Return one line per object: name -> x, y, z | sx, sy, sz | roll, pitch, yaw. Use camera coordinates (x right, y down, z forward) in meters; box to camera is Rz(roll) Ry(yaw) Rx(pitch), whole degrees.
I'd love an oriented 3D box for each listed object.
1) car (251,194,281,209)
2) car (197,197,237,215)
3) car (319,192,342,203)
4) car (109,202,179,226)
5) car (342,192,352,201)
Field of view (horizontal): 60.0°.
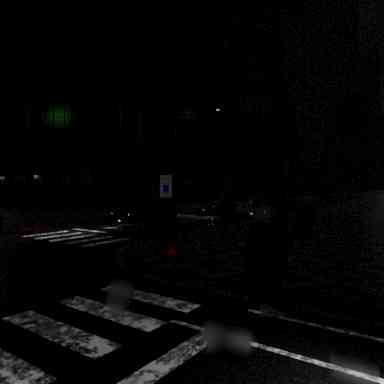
car -> 8.289, 0.972, 37.182 | 1.882, 1.535, 5.008 | 0, 1, 36
car -> 2.278, 1.158, 28.792 | 1.812, 1.442, 4.674 | 0, 1, 36
car -> 19.549, 0.815, 47.447 | 1.837, 1.490, 4.892 | 0, 1, 36
car -> -2.998, 1.354, 21.435 | 1.895, 1.301, 4.718 | 0, 1, 36
car -> 25.433, 0.654, 55.675 | 1.882, 1.535, 5.008 | 0, 1, 36
